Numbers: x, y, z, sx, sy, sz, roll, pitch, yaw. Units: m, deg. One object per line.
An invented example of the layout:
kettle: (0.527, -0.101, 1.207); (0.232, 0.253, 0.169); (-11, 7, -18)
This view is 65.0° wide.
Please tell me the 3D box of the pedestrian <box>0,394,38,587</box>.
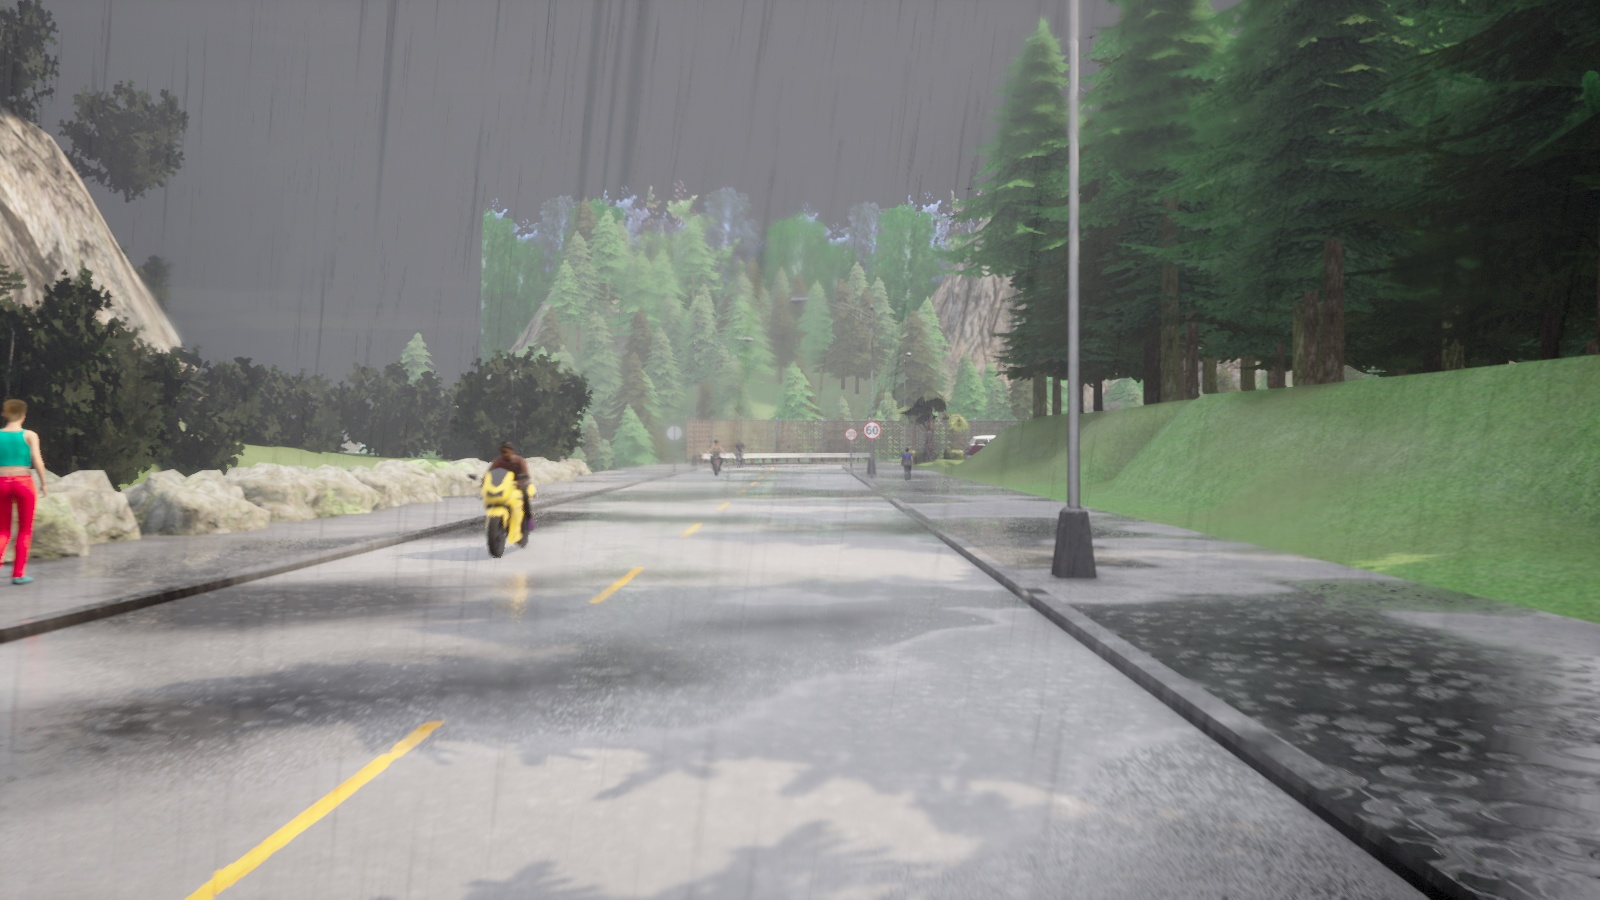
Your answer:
pedestrian: (-7.687, 0.382, 12.176); (0.345, 1.836, 0.594); (0, 0, -13)

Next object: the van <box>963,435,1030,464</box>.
van: (13.903, -0.021, 89.016); (4.480, 2.038, 2.069); (0, 0, 0)

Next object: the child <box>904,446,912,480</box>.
child: (3.956, 0.480, 46.091); (0.270, 1.263, 0.437); (0, 0, 1)

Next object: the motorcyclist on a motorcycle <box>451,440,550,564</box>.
motorcyclist on a motorcycle: (-3.890, 0.632, 16.468); (0.797, 1.523, 2.044); (0, 0, 0)
